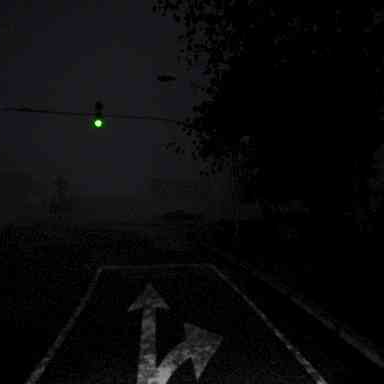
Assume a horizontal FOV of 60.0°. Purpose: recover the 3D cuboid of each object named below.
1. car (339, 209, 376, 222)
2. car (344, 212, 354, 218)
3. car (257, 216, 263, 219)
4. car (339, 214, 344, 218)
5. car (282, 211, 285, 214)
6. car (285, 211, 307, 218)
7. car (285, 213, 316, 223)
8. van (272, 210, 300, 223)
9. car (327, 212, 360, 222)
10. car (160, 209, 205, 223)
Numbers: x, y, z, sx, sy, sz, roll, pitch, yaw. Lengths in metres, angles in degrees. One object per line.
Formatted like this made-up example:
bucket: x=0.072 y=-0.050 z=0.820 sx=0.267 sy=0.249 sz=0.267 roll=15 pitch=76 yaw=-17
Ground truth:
car: x=30.776 y=4.496 z=62.117 sx=2.435 sy=2.045 sz=5.566 roll=3 pitch=-8 yaw=-34
car: x=28.821 y=4.241 z=56.421 sx=4.181 sy=1.385 sz=1.994 roll=1 pitch=-6 yaw=-14
car: x=13.555 y=4.527 z=57.551 sx=1.946 sy=1.575 sz=5.366 roll=4 pitch=-8 yaw=-34
car: x=25.019 y=4.674 z=60.605 sx=2.231 sy=1.521 sz=4.892 roll=3 pitch=-8 yaw=-34
car: x=15.035 y=3.885 z=53.014 sx=4.553 sy=1.767 sz=2.097 roll=1 pitch=-6 yaw=-14
car: x=16.885 y=3.787 z=50.389 sx=4.181 sy=1.385 sz=1.994 roll=1 pitch=-6 yaw=-15
car: x=19.215 y=4.643 z=59.175 sx=2.163 sy=1.488 sz=4.792 roll=3 pitch=-8 yaw=-34
van: x=16.405 y=4.344 z=58.361 sx=1.878 sy=1.987 sz=4.442 roll=4 pitch=-8 yaw=-34
car: x=27.911 y=4.708 z=61.345 sx=2.097 sy=1.535 sz=5.008 roll=4 pitch=-8 yaw=-34
car: x=-1.051 y=2.645 z=36.684 sx=4.902 sy=1.511 sz=2.128 roll=0 pitch=-6 yaw=-14
